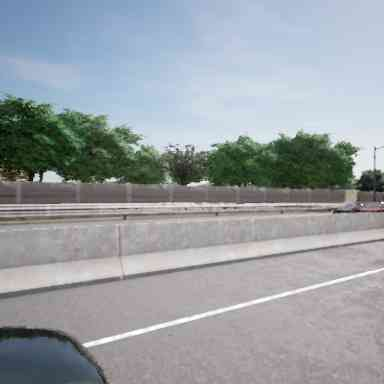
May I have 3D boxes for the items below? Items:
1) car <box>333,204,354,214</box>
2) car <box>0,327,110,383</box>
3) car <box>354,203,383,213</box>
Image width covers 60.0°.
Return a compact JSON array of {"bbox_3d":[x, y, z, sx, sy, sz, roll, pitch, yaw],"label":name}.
[{"bbox_3d":[18.631,2.070,38.733,5.357,1.411,2.033,1,-1,-35],"label":"car"},{"bbox_3d":[-2.538,1.552,1.940,4.181,1.385,1.994,1,0,-35],"label":"car"},{"bbox_3d":[19.600,1.976,35.127,5.008,1.535,1.882,1,-1,-35],"label":"car"}]
